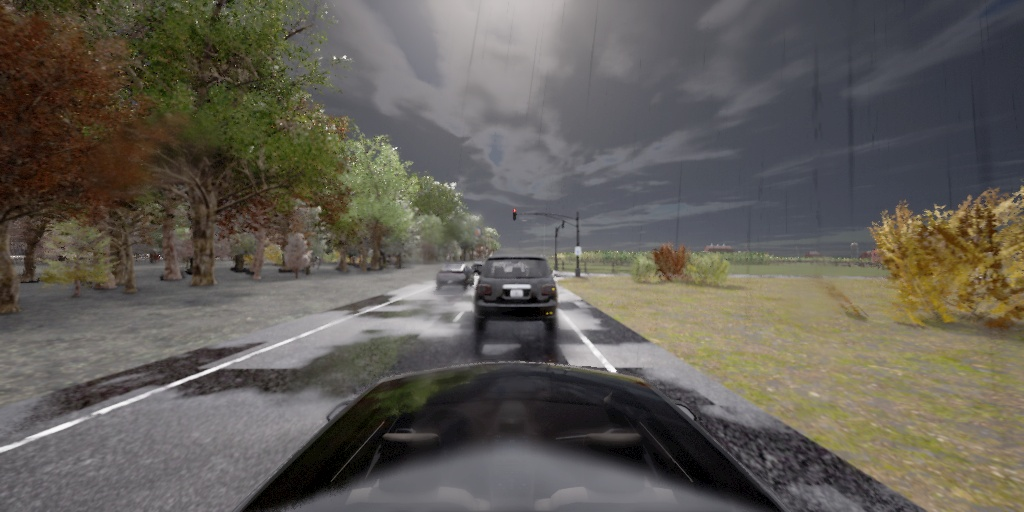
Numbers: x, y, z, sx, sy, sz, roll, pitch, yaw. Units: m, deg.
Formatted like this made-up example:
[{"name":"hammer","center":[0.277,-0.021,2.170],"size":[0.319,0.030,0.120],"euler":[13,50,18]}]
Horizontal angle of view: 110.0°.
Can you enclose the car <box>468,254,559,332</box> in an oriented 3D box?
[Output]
[{"name":"car","center":[0.097,0.968,11.029],"size":[2.150,2.045,5.566],"euler":[0,0,0]}]

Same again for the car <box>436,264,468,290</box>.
[{"name":"car","center":[-3.404,1.235,22.083],"size":[2.128,1.511,4.902],"euler":[0,0,0]}]

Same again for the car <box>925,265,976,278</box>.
[{"name":"car","center":[48.500,1.765,39.773],"size":[4.892,1.490,1.837],"euler":[1,-1,0]}]
